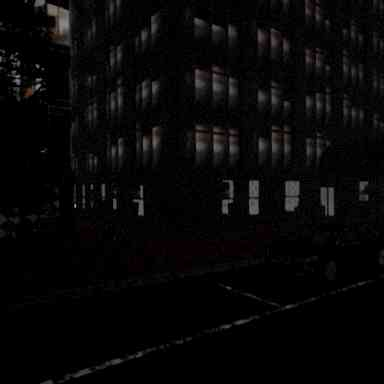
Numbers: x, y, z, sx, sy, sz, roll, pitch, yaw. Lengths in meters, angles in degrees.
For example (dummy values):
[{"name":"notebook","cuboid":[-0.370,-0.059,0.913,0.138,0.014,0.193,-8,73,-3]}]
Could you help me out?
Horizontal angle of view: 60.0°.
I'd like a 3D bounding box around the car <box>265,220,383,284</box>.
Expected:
[{"name":"car","cuboid":[3.931,1.518,9.401,4.403,1.369,2.008,0,0,-36]}]
